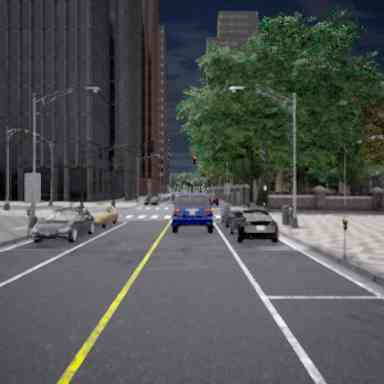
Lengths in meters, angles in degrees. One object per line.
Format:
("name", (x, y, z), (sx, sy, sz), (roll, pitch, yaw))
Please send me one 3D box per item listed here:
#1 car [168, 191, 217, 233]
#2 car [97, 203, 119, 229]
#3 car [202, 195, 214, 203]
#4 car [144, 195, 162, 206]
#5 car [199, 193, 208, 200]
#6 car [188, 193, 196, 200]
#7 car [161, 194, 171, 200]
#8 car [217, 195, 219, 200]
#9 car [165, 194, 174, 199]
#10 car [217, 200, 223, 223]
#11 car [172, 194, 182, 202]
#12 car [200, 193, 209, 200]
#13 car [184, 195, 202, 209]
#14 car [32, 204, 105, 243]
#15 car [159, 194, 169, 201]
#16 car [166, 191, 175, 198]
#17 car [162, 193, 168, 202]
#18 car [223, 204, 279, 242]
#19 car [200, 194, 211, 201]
("car", (0.069, 1.099, 18.923), (2.150, 2.045, 5.566), (0, 0, 1))
("car", (-5.767, 1.391, 20.758), (1.752, 1.417, 4.829), (0, 0, 0))
("car", (2.749, 1.212, 58.516), (1.947, 1.339, 4.313), (0, 0, 0))
("car", (-5.773, 1.271, 47.593), (1.947, 1.339, 4.313), (0, 0, 0))
("car", (2.744, 0.971, 80.342), (1.967, 1.590, 4.097), (0, 0, 0))
("car", (-0.018, 1.040, 77.718), (1.837, 1.490, 4.892), (0, 0, 0))
("car", (-5.780, 1.142, 74.877), (1.802, 1.307, 4.206), (0, 0, 0))
("car", (2.752, 1.019, 47.603), (2.192, 1.841, 5.009), (0, 0, 0))
("car", (-5.782, 1.085, 85.792), (1.802, 1.307, 4.206), (0, 0, 0))
("car", (2.758, 1.415, 20.939), (2.008, 1.369, 4.403), (0, 0, 0))
("car", (-3.018, 1.124, 67.603), (1.812, 1.442, 4.674), (0, 1, 0))
("car", (2.746, 1.000, 74.885), (1.967, 1.590, 4.097), (0, 0, 0))
("car", (0.086, 1.236, 41.700), (2.128, 1.511, 4.902), (0, 1, 0))
("car", (-5.766, 1.451, 15.416), (2.008, 1.369, 4.403), (0, 0, 0))
("car", (-5.779, 1.171, 69.420), (1.802, 1.307, 4.206), (0, 0, 0))
("car", (-5.783, 0.789, 91.247), (2.192, 1.841, 5.009), (0, 0, 0))
("car", (-5.777, 1.169, 63.963), (2.008, 1.369, 4.403), (0, 0, 0))
("car", (2.760, 1.465, 15.426), (1.947, 1.339, 4.313), (0, 0, 0))
("car", (2.747, 1.139, 69.429), (2.008, 1.369, 4.403), (0, 0, 0))
